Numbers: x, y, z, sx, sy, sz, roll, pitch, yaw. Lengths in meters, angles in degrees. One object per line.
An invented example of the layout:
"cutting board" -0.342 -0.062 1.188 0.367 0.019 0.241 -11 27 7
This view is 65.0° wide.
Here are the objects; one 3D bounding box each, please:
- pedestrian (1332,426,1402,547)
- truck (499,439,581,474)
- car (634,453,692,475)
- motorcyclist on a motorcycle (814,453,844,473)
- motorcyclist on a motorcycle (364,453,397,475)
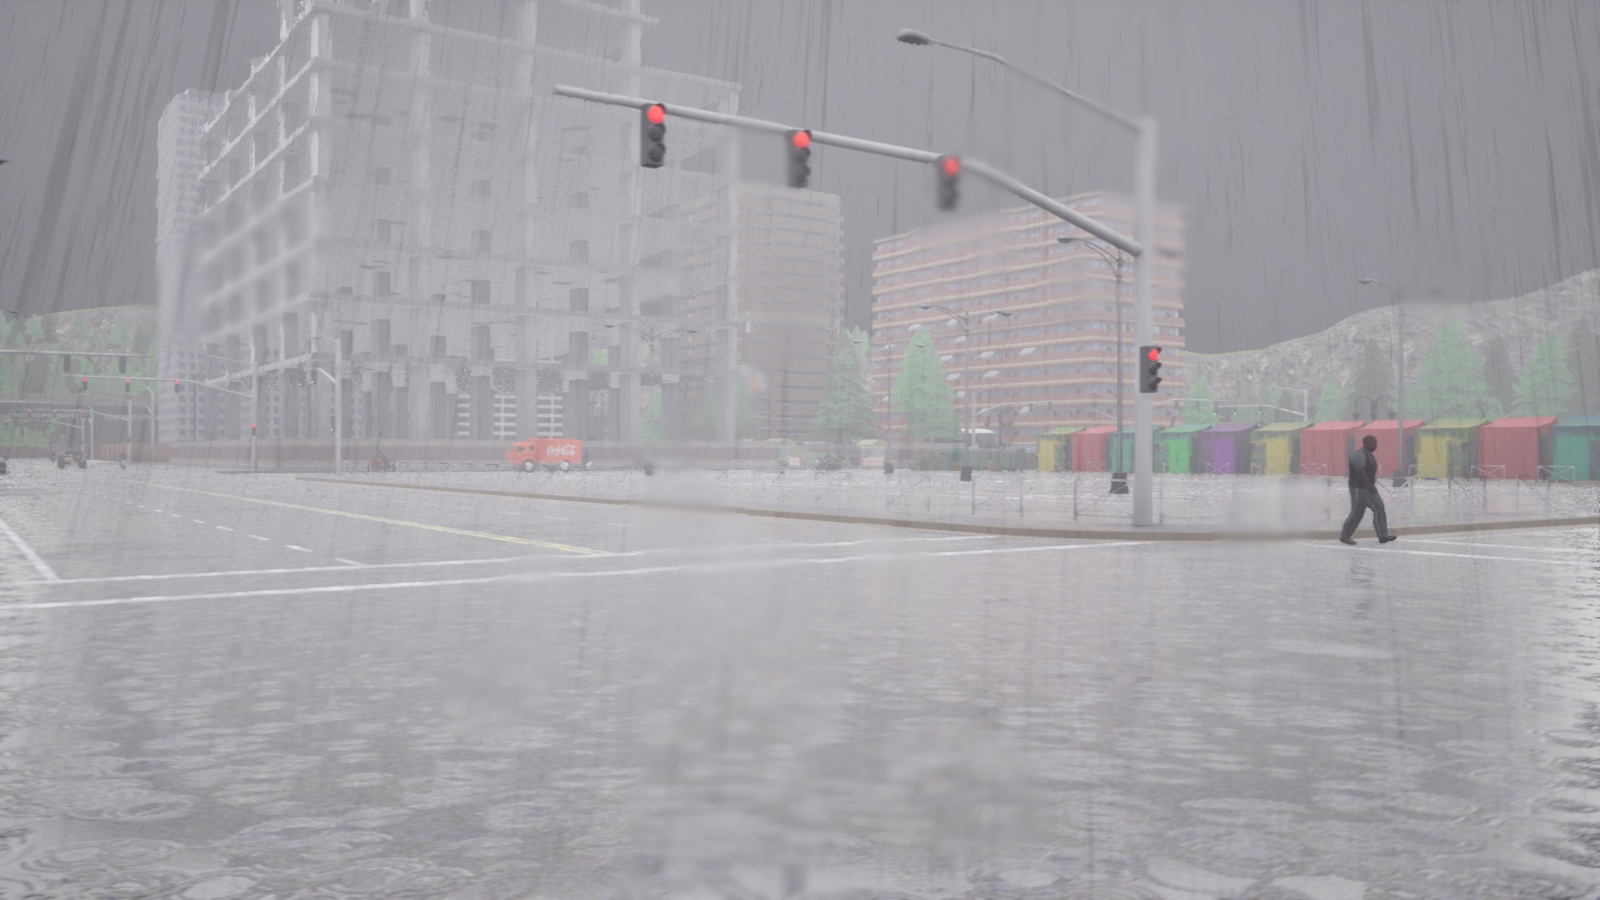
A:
"pedestrian" 9.061 0.574 20.081 0.563 1.883 0.849 0 0 -41
"truck" -18.824 0.479 90.931 5.204 2.467 2.627 0 0 -35
"car" -9.655 0.957 88.766 3.633 1.501 1.845 0 0 -35
"motorcyclist on a motorcycle" 2.229 0.978 96.999 2.191 1.530 0.866 0 0 -35
"motorcyclist on a motorcycle" -29.333 0.959 87.906 2.044 1.523 0.797 0 0 -35
